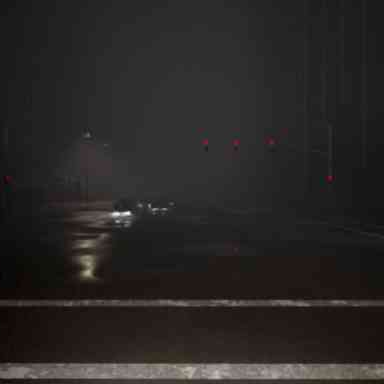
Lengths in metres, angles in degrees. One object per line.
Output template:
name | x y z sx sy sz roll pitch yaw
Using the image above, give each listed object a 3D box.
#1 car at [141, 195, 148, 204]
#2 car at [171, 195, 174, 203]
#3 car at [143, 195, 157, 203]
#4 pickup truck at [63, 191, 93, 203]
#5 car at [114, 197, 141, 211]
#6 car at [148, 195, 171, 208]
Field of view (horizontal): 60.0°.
car | -7.871 1.308 57.074 1.812 1.442 4.674 0 0 0
car | -4.399 1.307 62.858 2.033 1.411 5.357 0 0 0
car | -7.855 1.205 62.154 2.033 1.411 5.357 0 0 -1
pickup truck | -20.959 0.827 60.383 2.390 2.098 6.274 0 0 30
car | -7.600 1.350 37.957 2.128 1.511 4.902 0 0 -1
car | -4.263 1.377 44.396 2.033 1.411 5.357 0 0 -1
